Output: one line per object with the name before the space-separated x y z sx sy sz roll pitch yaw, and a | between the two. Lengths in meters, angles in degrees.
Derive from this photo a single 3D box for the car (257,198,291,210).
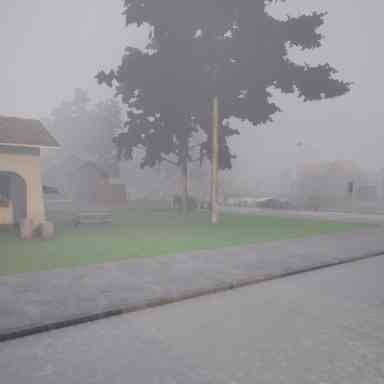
car | 10.361 1.525 42.357 1.812 1.442 4.674 0 0 -36
